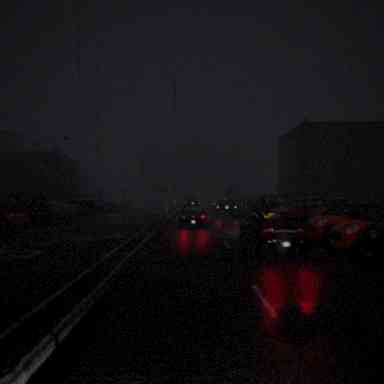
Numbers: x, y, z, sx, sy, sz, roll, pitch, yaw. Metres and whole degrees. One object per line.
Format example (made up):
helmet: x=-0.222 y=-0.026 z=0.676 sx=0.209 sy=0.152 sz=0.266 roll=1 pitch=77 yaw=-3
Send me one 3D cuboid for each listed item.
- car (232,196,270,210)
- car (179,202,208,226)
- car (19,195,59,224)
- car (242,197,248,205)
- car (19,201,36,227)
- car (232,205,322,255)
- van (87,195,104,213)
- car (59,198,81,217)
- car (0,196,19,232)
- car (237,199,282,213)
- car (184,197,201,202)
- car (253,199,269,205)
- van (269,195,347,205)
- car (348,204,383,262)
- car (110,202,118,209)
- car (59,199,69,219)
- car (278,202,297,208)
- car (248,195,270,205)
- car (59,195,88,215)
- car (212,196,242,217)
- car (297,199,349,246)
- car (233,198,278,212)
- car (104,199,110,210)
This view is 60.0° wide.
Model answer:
car: x=7.584 y=1.412 z=43.148 sx=4.553 sy=1.767 sz=2.185 roll=0 pitch=0 yaw=0
car: x=0.089 y=1.634 z=23.496 sx=1.895 sy=1.301 sz=4.718 roll=0 pitch=0 yaw=0
car: x=-12.572 y=1.261 z=22.862 sx=5.566 sy=2.045 sz=2.435 roll=0 pitch=0 yaw=0
car: x=7.628 y=1.538 z=32.110 sx=4.892 sy=1.521 sz=2.231 roll=0 pitch=0 yaw=0
car: x=-12.729 y=1.500 z=20.081 sx=5.366 sy=1.575 sz=1.946 roll=0 pitch=0 yaw=0
car: x=3.093 y=1.501 z=13.340 sx=2.128 sy=1.511 sz=4.902 roll=0 pitch=0 yaw=0
van: x=-12.423 y=1.327 z=36.634 sx=4.442 sy=1.987 sz=1.878 roll=0 pitch=0 yaw=0
car: x=-12.536 y=1.530 z=28.294 sx=5.008 sy=1.535 sz=2.097 roll=0 pitch=0 yaw=0
car: x=-12.515 y=1.244 z=17.177 sx=5.566 sy=2.045 sz=2.435 roll=0 pitch=0 yaw=0
car: x=7.616 y=1.581 z=37.629 sx=4.674 sy=1.452 sz=2.002 roll=0 pitch=0 yaw=0
car: x=0.078 y=1.401 z=42.191 sx=2.097 sy=1.767 sz=4.553 roll=0 pitch=0 yaw=0
car: x=7.441 y=1.511 z=23.838 sx=5.366 sy=1.575 sz=1.946 roll=0 pitch=0 yaw=0
van: x=7.511 y=1.281 z=21.081 sx=4.442 sy=1.987 sz=1.878 roll=0 pitch=0 yaw=0
car: x=7.603 y=1.359 z=10.052 sx=4.553 sy=1.767 sz=2.185 roll=0 pitch=0 yaw=0
car: x=-12.509 y=1.567 z=44.978 sx=4.792 sy=1.488 sz=2.163 roll=0 pitch=0 yaw=0
car: x=-12.548 y=1.523 z=25.639 sx=4.892 sy=1.521 sz=2.231 roll=0 pitch=0 yaw=0
car: x=7.635 y=1.500 z=18.324 sx=5.008 sy=1.535 sz=2.097 roll=0 pitch=0 yaw=0
car: x=7.653 y=1.270 z=26.597 sx=5.566 sy=2.045 sz=2.435 roll=0 pitch=0 yaw=0
car: x=-12.572 y=1.414 z=31.198 sx=4.553 sy=1.767 sz=2.185 roll=0 pitch=0 yaw=0
car: x=3.080 y=1.407 z=31.490 sx=2.097 sy=1.767 sz=4.553 roll=0 pitch=0 yaw=0
car: x=7.662 y=1.368 z=15.567 sx=4.553 sy=1.767 sz=2.185 roll=0 pitch=0 yaw=0
car: x=7.622 y=1.541 z=40.385 sx=5.008 sy=1.535 sz=2.097 roll=0 pitch=0 yaw=0
car: x=-12.571 y=1.425 z=39.542 sx=4.553 sy=1.767 sz=2.185 roll=0 pitch=0 yaw=0
